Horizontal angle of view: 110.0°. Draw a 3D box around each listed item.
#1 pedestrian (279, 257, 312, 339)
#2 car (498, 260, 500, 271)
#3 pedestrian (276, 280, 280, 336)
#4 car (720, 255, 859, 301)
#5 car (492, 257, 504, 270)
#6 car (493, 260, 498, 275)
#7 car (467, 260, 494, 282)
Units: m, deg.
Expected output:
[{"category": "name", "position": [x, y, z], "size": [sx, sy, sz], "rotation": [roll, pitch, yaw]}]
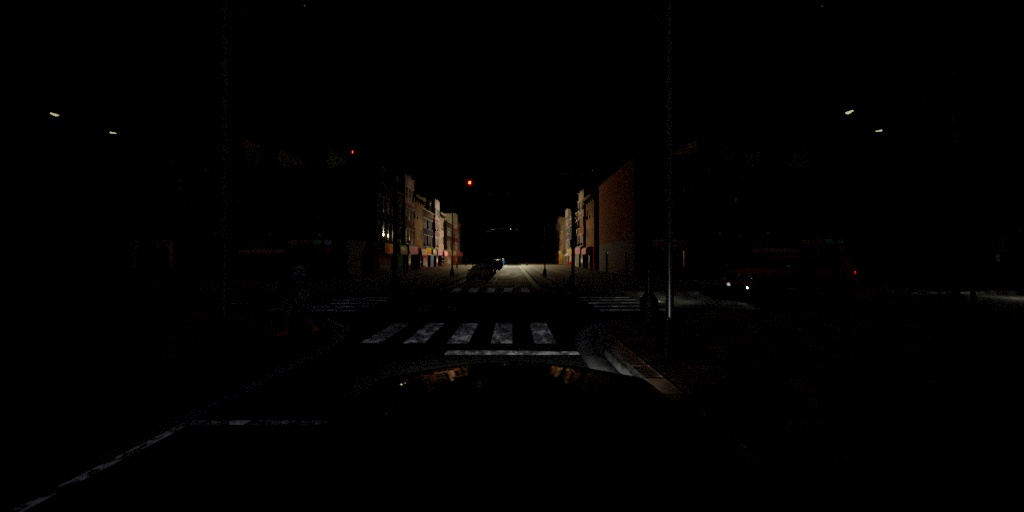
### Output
[{"category": "pedestrian", "position": [-4.828, 0.893, 8.023], "size": [0.375, 1.860, 0.375], "rotation": [0, 0, 0]}, {"category": "car", "position": [-2.617, 1.367, 40.092], "size": [1.802, 1.307, 4.207], "rotation": [0, 0, 0]}, {"category": "pedestrian", "position": [-5.285, 0.891, 8.622], "size": [0.375, 1.860, 0.375], "rotation": [0, 0, 0]}, {"category": "car", "position": [12.814, 0.958, 16.716], "size": [5.566, 2.045, 2.150], "rotation": [0, 0, -2]}, {"category": "car", "position": [-2.610, 1.249, 51.303], "size": [1.967, 1.591, 4.097], "rotation": [0, 0, 0]}, {"category": "car", "position": [-2.620, 1.320, 34.487], "size": [1.888, 1.381, 4.507], "rotation": [0, 0, 0]}, {"category": "car", "position": [-2.623, 1.292, 28.713], "size": [1.751, 1.417, 4.829], "rotation": [0, 0, 0]}]
